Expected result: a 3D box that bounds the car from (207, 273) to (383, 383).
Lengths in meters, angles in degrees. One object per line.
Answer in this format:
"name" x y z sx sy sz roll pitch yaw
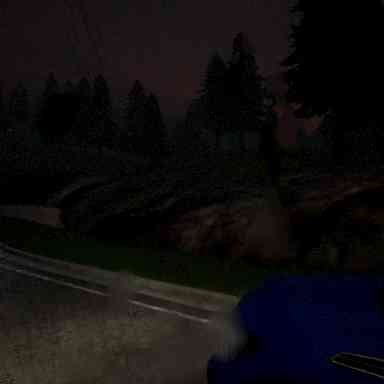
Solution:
"car" 2.788 1.210 2.008 5.566 2.045 2.150 -1 0 36
